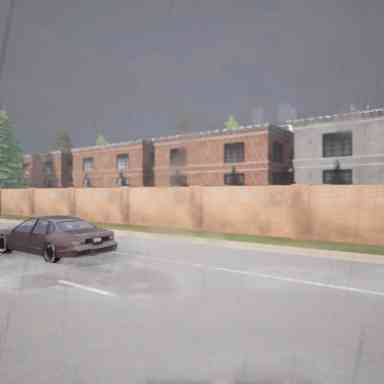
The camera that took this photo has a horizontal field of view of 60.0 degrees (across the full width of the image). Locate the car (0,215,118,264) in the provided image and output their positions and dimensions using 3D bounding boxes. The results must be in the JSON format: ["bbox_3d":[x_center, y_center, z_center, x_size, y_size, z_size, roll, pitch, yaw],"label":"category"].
[{"bbox_3d":[-5.027,1.548,11.869,5.357,1.411,2.033,0,0,35],"label":"car"}]
